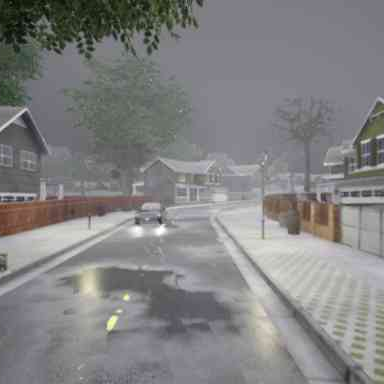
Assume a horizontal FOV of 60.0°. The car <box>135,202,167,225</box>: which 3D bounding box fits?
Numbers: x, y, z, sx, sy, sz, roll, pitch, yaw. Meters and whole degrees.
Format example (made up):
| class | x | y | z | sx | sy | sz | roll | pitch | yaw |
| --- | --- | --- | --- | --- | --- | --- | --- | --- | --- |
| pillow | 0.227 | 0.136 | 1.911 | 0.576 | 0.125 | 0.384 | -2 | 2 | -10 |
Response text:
| class | x | y | z | sx | sy | sz | roll | pitch | yaw |
| --- | --- | --- | --- | --- | --- | --- | --- | --- | --- |
| car | -2.789 | 1.442 | 23.360 | 1.812 | 1.442 | 4.674 | 0 | 0 | 1 |
